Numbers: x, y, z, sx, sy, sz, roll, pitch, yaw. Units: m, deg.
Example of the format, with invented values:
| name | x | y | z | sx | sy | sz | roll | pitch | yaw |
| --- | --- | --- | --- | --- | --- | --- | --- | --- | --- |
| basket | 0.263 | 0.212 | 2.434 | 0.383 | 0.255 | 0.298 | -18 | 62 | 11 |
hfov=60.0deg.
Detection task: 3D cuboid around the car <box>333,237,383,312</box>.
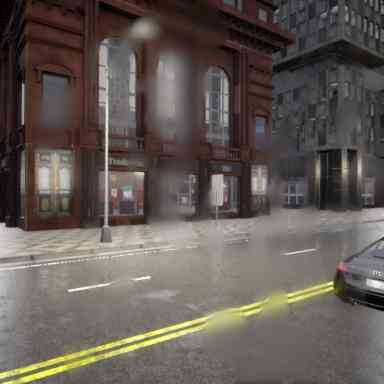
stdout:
| name | x | y | z | sx | sy | sz | roll | pitch | yaw |
| --- | --- | --- | --- | --- | --- | --- | --- | --- | --- |
| car | 4.825 | 1.561 | 6.899 | 4.181 | 1.385 | 1.994 | 0 | 0 | -35 |
